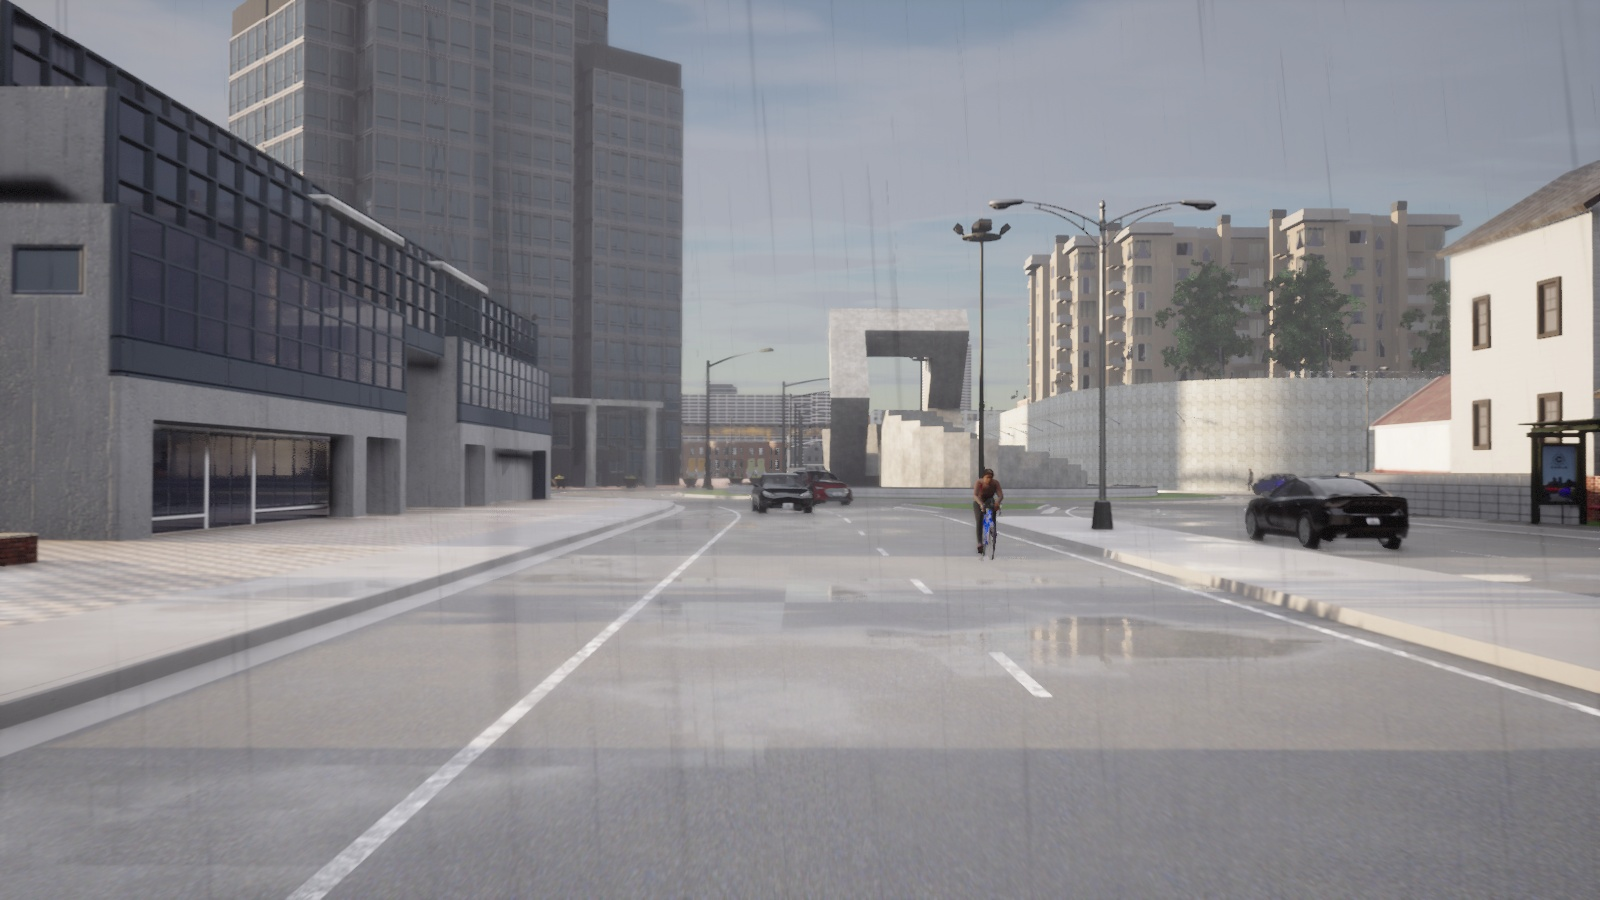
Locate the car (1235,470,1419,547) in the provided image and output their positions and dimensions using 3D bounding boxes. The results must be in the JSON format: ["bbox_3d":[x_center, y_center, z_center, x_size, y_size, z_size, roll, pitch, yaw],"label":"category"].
[{"bbox_3d":[11.345,1.207,27.485,1.882,1.535,5.008,0,-1,0],"label":"car"}]

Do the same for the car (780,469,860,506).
[{"bbox_3d":[0.856,1.713,58.061,2.033,1.649,4.856,0,-1,-21],"label":"car"}]

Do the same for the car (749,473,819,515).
[{"bbox_3d":[-0.669,1.605,47.075,2.163,1.488,4.792,0,-1,-7],"label":"car"}]

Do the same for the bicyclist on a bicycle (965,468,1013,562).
[{"bbox_3d":[3.372,1.131,22.520,0.582,1.620,1.656,0,-1,0],"label":"bicyclist on a bicycle"}]

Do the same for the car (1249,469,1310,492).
[{"bbox_3d":[32.407,2.057,85.056,2.007,1.525,4.514,0,-1,-6],"label":"car"}]
